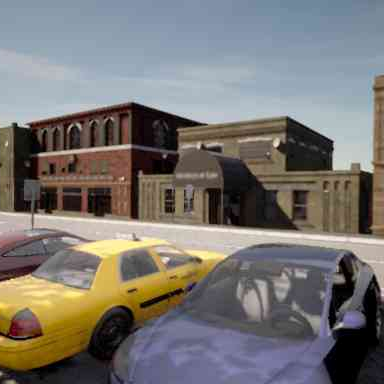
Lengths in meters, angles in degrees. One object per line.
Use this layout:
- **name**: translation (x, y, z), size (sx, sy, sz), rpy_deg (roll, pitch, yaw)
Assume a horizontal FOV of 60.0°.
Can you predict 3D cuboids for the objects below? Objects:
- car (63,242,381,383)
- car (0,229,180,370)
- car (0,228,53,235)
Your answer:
- **car**: translation (1.142, 1.514, 4.297), size (2.163, 1.488, 4.792), rpy_deg (0, 0, 36)
- **car**: translation (-0.998, 1.491, 6.089), size (1.946, 1.575, 5.366), rpy_deg (0, 0, 36)
- **car**: translation (-3.264, 1.543, 7.460), size (2.002, 1.452, 4.674), rpy_deg (0, 1, 36)
